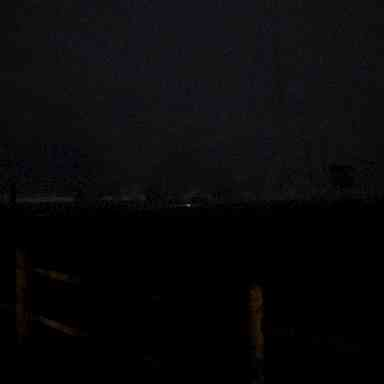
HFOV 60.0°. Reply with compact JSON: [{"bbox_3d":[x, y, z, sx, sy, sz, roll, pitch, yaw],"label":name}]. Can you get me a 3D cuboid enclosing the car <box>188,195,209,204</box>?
[{"bbox_3d":[1.123,1.372,58.619,1.837,1.490,4.892,-2,-1,35],"label":"car"}]
